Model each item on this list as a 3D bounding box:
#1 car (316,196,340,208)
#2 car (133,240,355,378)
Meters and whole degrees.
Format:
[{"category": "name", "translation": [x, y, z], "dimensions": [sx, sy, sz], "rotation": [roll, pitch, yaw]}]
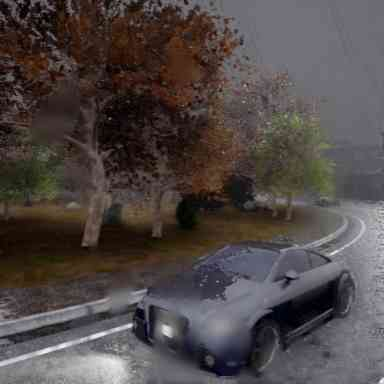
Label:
[{"category": "car", "translation": [18.455, 1.252, 45.328], "dimensions": [1.882, 1.535, 5.008], "rotation": [-1, 0, 2]}, {"category": "car", "translation": [1.100, 1.569, 5.610], "dimensions": [4.181, 1.385, 1.994], "rotation": [0, 0, -44]}]
